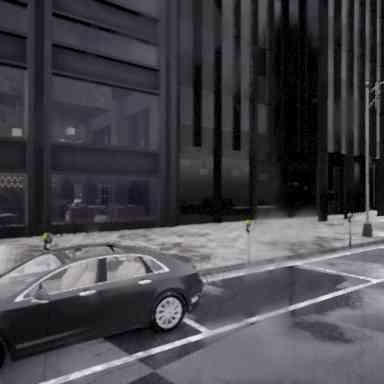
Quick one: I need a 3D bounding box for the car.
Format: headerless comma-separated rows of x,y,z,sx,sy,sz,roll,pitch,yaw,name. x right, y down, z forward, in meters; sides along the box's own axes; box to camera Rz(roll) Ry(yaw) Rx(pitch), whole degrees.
-1.844,1.555,5.216,4.403,1.369,2.008,0,0,-36,car
